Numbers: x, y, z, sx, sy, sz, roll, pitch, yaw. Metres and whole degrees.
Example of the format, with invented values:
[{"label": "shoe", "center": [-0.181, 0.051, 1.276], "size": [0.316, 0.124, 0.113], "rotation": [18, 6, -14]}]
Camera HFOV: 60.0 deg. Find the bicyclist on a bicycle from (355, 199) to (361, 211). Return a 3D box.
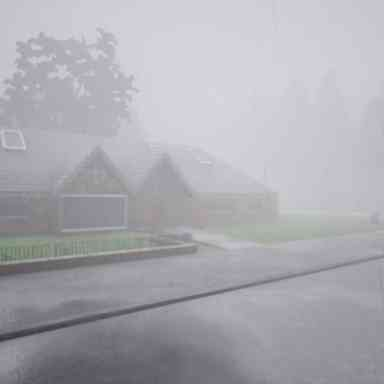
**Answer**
[{"label": "bicyclist on a bicycle", "center": [22.505, 1.801, 45.033], "size": [1.656, 1.620, 0.582], "rotation": [0, 0, -35]}]
